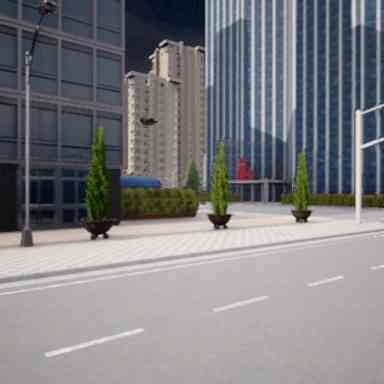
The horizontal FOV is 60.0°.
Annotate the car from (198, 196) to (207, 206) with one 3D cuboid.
[{"bbox_3d":[0.549,1.444,57.317,2.097,1.767,4.553,0,0,-36],"label":"car"}]
